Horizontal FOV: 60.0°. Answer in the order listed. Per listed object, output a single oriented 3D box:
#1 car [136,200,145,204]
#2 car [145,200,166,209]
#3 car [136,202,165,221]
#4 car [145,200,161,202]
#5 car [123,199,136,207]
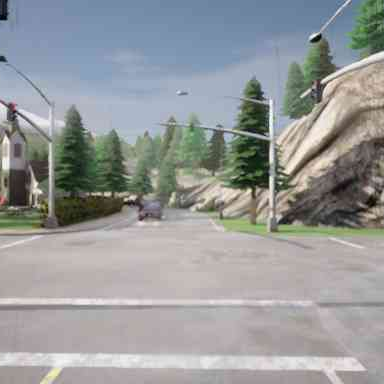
[{"bbox_3d":[-6.661,2.044,49.344,1.837,1.490,4.892,0,-1,-18],"label":"car"},{"bbox_3d":[-6.517,2.194,59.151,2.033,1.411,5.357,0,-1,-27],"label":"car"},{"bbox_3d":[-3.778,1.903,30.981,1.994,1.385,4.181,0,-1,-2],"label":"car"},{"bbox_3d":[-4.445,1.958,39.535,1.812,1.442,4.674,0,-1,-8],"label":"car"},{"bbox_3d":[-12.388,2.184,67.703,5.008,1.535,1.882,-1,-1,42],"label":"car"}]
